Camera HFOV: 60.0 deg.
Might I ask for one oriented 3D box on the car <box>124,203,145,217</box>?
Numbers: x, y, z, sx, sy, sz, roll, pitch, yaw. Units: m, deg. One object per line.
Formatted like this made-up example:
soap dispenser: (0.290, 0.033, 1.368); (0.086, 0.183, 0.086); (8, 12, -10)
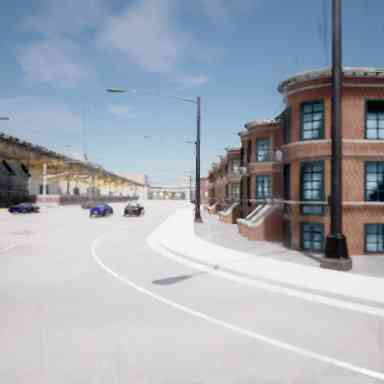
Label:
car: (-6.732, 2.052, 38.947); (2.128, 1.511, 4.902); (0, -1, 0)

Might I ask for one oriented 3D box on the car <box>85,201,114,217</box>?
car: (-10.222, 2.037, 37.682); (1.812, 1.442, 4.674); (0, -1, 0)

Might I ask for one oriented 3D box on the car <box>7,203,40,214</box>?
car: (-20.931, 2.082, 41.501); (1.895, 1.301, 4.718); (0, -1, 0)

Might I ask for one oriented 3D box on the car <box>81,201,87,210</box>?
car: (-17.359, 2.228, 56.589); (1.882, 1.535, 5.008); (0, -1, 0)
